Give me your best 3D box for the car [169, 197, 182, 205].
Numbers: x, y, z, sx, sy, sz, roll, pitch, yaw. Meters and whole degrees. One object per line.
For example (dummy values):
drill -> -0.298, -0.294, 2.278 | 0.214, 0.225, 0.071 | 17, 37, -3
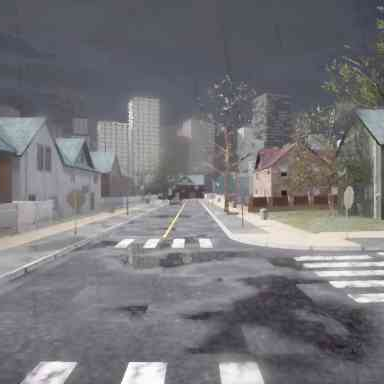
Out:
car -> -2.750, 1.616, 56.863 | 1.994, 1.385, 4.181 | 0, 0, 0
